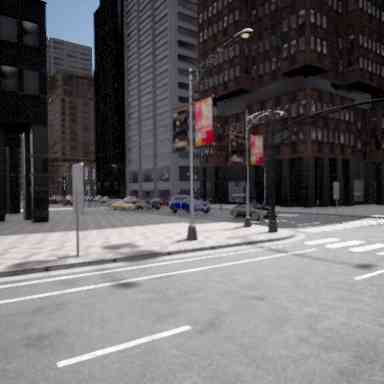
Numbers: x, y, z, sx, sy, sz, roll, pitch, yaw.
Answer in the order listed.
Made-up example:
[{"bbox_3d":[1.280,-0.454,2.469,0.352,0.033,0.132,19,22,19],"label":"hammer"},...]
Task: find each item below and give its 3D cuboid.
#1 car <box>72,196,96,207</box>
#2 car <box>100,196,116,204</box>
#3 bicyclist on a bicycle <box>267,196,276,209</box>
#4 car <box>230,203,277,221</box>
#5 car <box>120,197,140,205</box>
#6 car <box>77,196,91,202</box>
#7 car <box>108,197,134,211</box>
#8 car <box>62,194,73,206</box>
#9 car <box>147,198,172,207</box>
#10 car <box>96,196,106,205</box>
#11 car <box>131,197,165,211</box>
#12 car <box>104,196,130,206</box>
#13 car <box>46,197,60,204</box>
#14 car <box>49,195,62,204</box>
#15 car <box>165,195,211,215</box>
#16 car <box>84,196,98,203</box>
[{"bbox_3d":[-18.468,1.826,56.764,1.802,1.307,4.206,-1,1,-36],"label":"car"},{"bbox_3d":[-17.835,1.603,70.540,1.967,1.590,4.097,-1,1,-36],"label":"car"},{"bbox_3d":[9.054,1.263,37.833,1.656,1.620,0.582,-1,1,-36],"label":"bicyclist on a bicycle"},{"bbox_3d":[5.170,1.635,28.266,1.994,1.385,4.181,-1,0,-36],"label":"car"},{"bbox_3d":[-11.626,1.644,61.850,1.752,1.417,4.829,-1,1,-36],"label":"car"},{"bbox_3d":[-27.293,1.784,83.784,2.008,1.369,4.403,-1,1,-36],"label":"car"},{"bbox_3d":[-8.908,1.707,43.380,1.752,1.417,4.829,-1,1,-36],"label":"car"},{"bbox_3d":[-21.626,1.581,61.177,2.192,1.841,5.009,-1,1,-36],"label":"car"},{"bbox_3d":[-5.220,1.621,52.883,1.887,1.381,4.507,-1,1,-36],"label":"car"},{"bbox_3d":[-15.956,1.678,63.334,1.837,1.490,4.892,-1,0,-36],"label":"car"},{"bbox_3d":[-5.842,1.701,43.687,1.994,1.385,4.181,-1,0,-35],"label":"car"},{"bbox_3d":[-11.636,1.737,51.862,1.994,1.385,4.181,-1,0,-35],"label":"car"},{"bbox_3d":[-31.083,1.879,74.425,1.887,1.381,4.507,-1,1,-36],"label":"car"},{"bbox_3d":[-27.934,1.626,70.008,2.192,1.841,5.009,-1,1,-36],"label":"car"},{"bbox_3d":[-0.288,1.325,35.891,2.150,2.045,5.566,-1,0,-36],"label":"car"},{"bbox_3d":[-24.141,1.754,79.369,1.887,1.381,4.507,-1,1,-36],"label":"car"}]
